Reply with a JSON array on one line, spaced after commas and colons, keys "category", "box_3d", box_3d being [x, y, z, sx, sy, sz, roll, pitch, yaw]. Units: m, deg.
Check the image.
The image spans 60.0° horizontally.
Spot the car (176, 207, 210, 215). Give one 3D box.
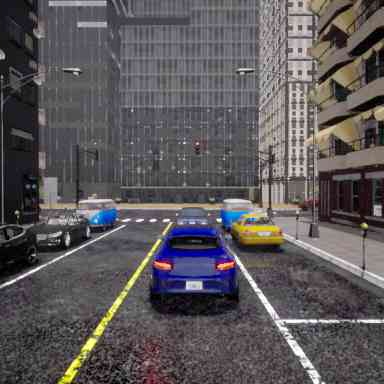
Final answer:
[{"category": "car", "box_3d": [0.047, 1.544, 18.551, 2.033, 1.411, 5.357, 0, 0, 1]}]

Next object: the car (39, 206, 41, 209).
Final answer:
[{"category": "car", "box_3d": [-17.607, 1.501, 33.725, 4.181, 1.385, 1.994, 0, 1, 0]}]

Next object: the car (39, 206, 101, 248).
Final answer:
[{"category": "car", "box_3d": [-5.711, 1.548, 14.429, 2.008, 1.369, 4.403, -1, 0, 0]}]

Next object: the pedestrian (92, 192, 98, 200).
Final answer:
[{"category": "pedestrian", "box_3d": [-12.425, 0.885, 42.427, 0.375, 1.860, 0.375, 0, 1, 0]}]

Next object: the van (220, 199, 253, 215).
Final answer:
[{"category": "van", "box_3d": [2.662, 1.337, 20.008, 1.690, 1.788, 3.998, -1, 0, 0]}]

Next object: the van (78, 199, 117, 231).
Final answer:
[{"category": "van", "box_3d": [-5.718, 1.337, 20.030, 1.690, 1.788, 3.998, -1, 0, 0]}]

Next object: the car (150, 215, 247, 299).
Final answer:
[{"category": "car", "box_3d": [0.060, 1.524, 8.308, 1.812, 1.442, 4.674, 0, 0, 1]}]

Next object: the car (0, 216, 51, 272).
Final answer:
[{"category": "car", "box_3d": [-5.707, 1.564, 8.826, 1.947, 1.339, 4.313, -1, 0, 0]}]

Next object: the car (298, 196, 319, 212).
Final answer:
[{"category": "car", "box_3d": [15.209, 1.338, 39.348, 5.009, 1.841, 2.192, 0, 1, 0]}]

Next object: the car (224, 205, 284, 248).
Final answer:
[{"category": "car", "box_3d": [2.669, 1.522, 14.576, 1.752, 1.417, 4.829, -1, 0, 0]}]
